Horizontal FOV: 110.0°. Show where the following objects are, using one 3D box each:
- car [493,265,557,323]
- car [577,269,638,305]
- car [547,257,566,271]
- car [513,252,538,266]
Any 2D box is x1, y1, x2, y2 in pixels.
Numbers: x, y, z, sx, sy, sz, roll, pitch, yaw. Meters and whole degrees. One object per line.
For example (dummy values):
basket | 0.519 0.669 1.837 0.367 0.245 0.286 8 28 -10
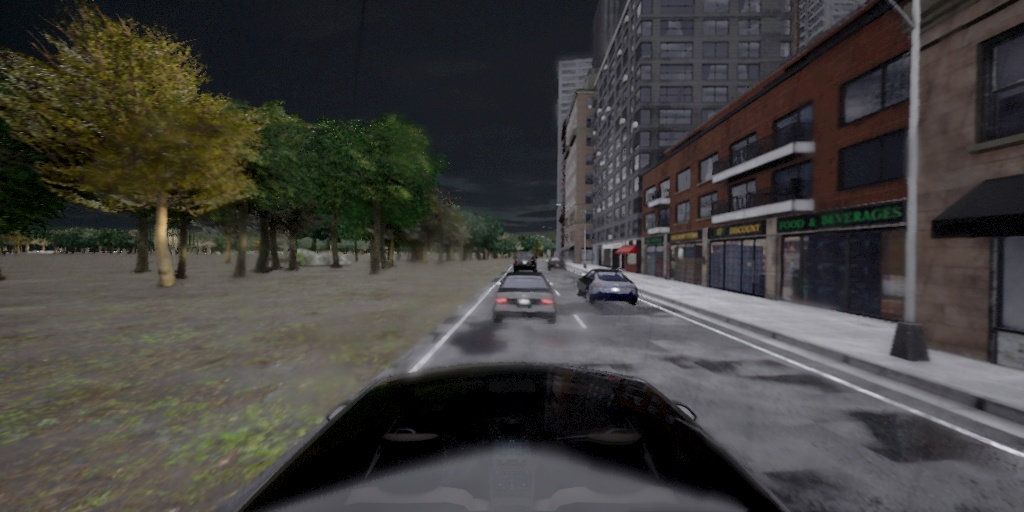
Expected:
car | 0.422 1.221 11.798 2.033 1.411 5.357 1 1 2
car | 4.079 1.250 15.871 1.994 1.385 4.181 1 1 2
car | 5.016 0.860 40.688 1.882 1.535 5.008 1 1 3
car | 1.248 0.643 34.276 2.150 2.045 5.566 1 1 3
